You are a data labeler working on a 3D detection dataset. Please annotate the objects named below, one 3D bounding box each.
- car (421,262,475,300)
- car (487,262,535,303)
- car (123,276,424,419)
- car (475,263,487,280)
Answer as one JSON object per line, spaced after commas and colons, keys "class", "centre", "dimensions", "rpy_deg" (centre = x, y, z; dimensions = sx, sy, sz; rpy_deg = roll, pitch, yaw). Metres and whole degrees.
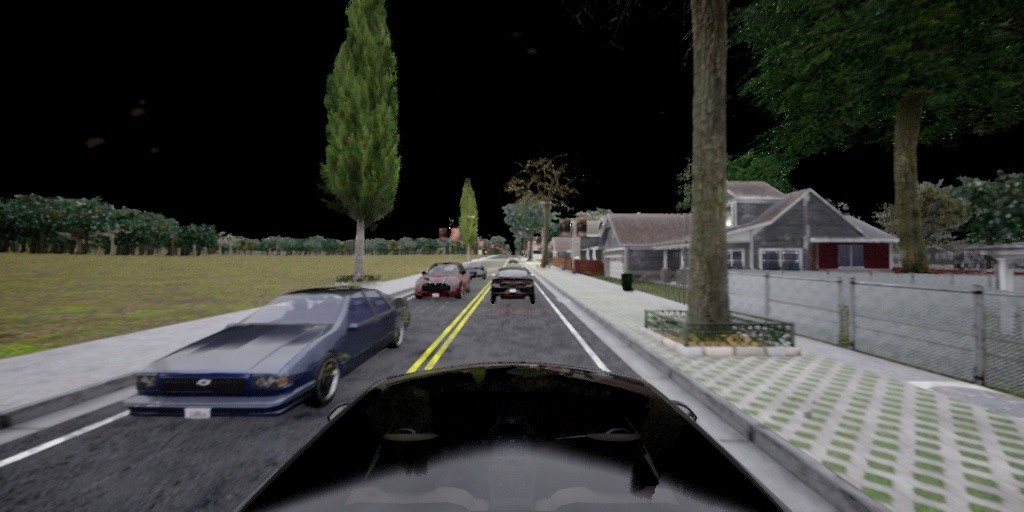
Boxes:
{"class": "car", "centre": [-3.291, 1.100, 17.790], "dimensions": [2.097, 1.767, 4.553], "rpy_deg": [0, 0, 0]}
{"class": "car", "centre": [0.045, 1.235, 16.861], "dimensions": [1.882, 1.535, 5.008], "rpy_deg": [0, 0, 0]}
{"class": "car", "centre": [-3.341, 1.293, 6.490], "dimensions": [2.033, 1.411, 5.357], "rpy_deg": [0, 0, 0]}
{"class": "car", "centre": [-3.166, 1.299, 30.898], "dimensions": [1.994, 1.385, 4.181], "rpy_deg": [0, 0, 0]}
